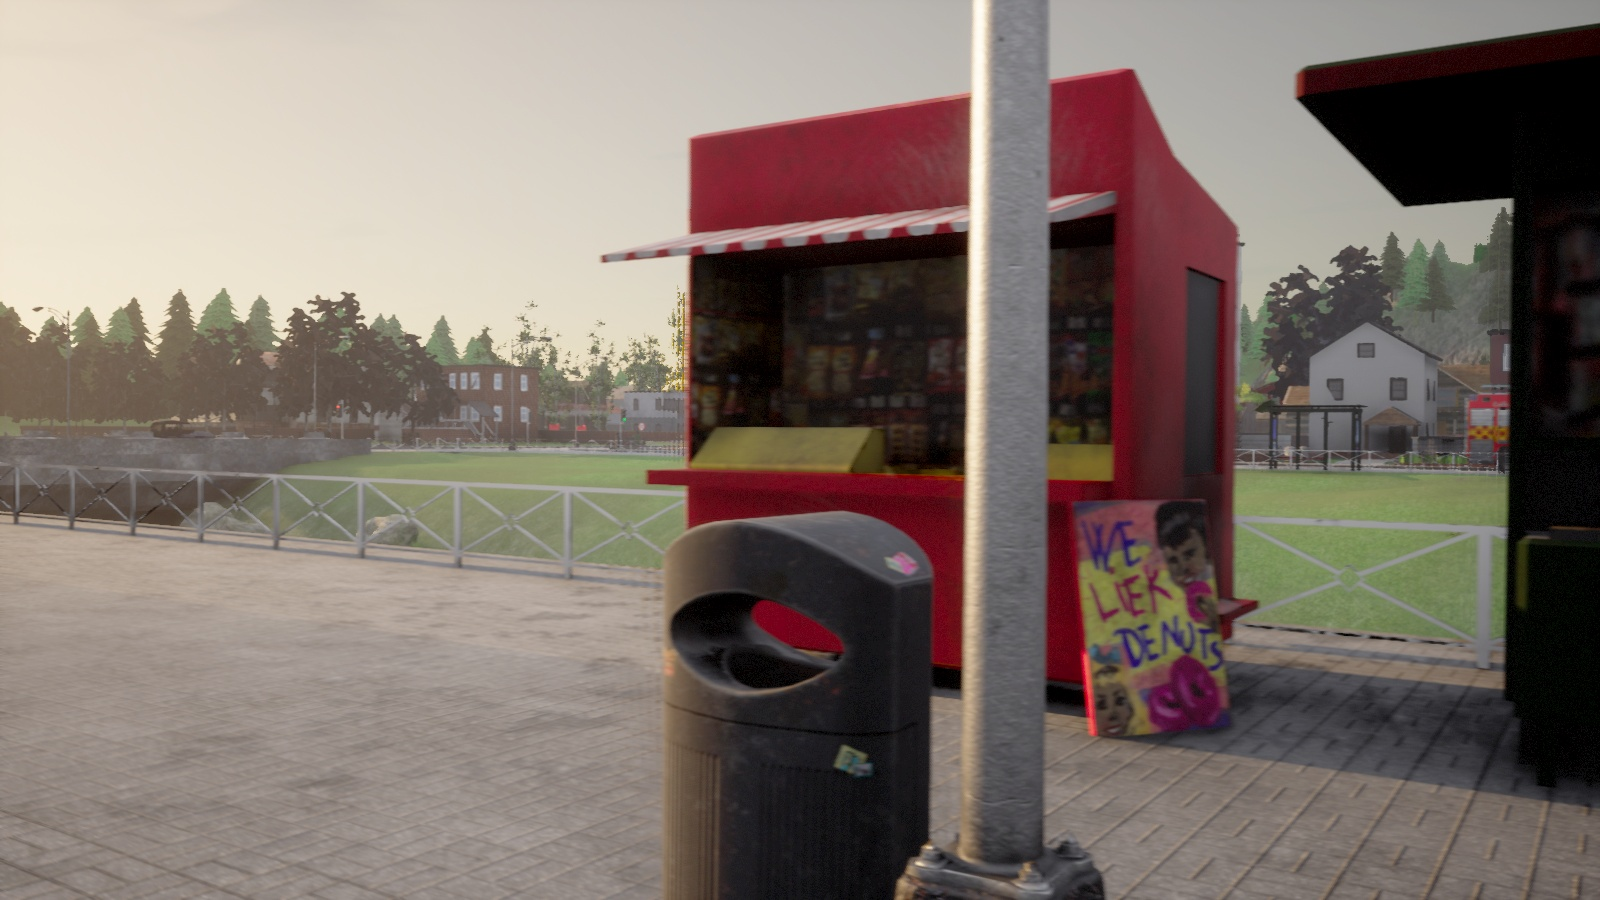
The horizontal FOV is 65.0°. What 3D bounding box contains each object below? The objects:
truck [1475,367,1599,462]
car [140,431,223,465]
[{"bbox_3d":[32.727,-1.436,51.727,8.468,3.827,2.891,0,1,34],"label":"truck"},{"bbox_3d":[-36.036,-0.146,73.226,1.905,1.878,3.866,0,1,33],"label":"car"}]
